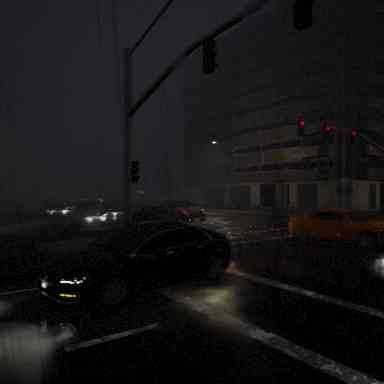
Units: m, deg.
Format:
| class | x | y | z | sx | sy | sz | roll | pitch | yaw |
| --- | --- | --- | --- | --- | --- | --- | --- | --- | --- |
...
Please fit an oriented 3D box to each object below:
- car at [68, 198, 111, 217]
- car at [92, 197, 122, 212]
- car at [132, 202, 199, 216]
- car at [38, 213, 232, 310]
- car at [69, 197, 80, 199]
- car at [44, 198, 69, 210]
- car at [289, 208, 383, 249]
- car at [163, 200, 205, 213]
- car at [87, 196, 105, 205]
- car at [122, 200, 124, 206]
| class | x | y | z | sx | sy | sz | roll | pitch | yaw |
| --- | --- | --- | --- | --- | --- | --- | --- | --- | --- |
| car | -10.229 | 1.603 | 32.846 | 2.033 | 1.411 | 5.357 | 0 | 0 | -35 |
| car | -10.632 | 1.603 | 39.467 | 2.033 | 1.411 | 5.357 | 0 | 0 | -35 |
| car | -2.125 | 1.603 | 21.455 | 2.033 | 1.411 | 5.357 | 0 | 0 | -35 |
| car | -1.046 | 1.503 | 7.967 | 4.892 | 1.490 | 1.837 | 0 | 3 | -45 |
| car | -19.918 | 1.655 | 52.690 | 2.033 | 1.411 | 5.357 | 0 | 0 | -35 |
| car | -18.297 | 1.533 | 44.255 | 1.882 | 1.535 | 5.008 | 0 | 0 | -35 |
| car | 6.749 | 1.504 | 15.014 | 1.882 | 1.535 | 5.008 | 0 | 0 | -35 |
| car | -0.881 | 1.407 | 25.744 | 2.097 | 1.767 | 4.553 | 0 | 0 | -35 |
| car | -17.988 | 1.581 | 62.237 | 1.812 | 1.442 | 4.674 | 0 | 0 | -34 |
| car | -12.714 | 1.656 | 54.812 | 1.895 | 1.301 | 4.718 | 0 | 0 | -36 |
